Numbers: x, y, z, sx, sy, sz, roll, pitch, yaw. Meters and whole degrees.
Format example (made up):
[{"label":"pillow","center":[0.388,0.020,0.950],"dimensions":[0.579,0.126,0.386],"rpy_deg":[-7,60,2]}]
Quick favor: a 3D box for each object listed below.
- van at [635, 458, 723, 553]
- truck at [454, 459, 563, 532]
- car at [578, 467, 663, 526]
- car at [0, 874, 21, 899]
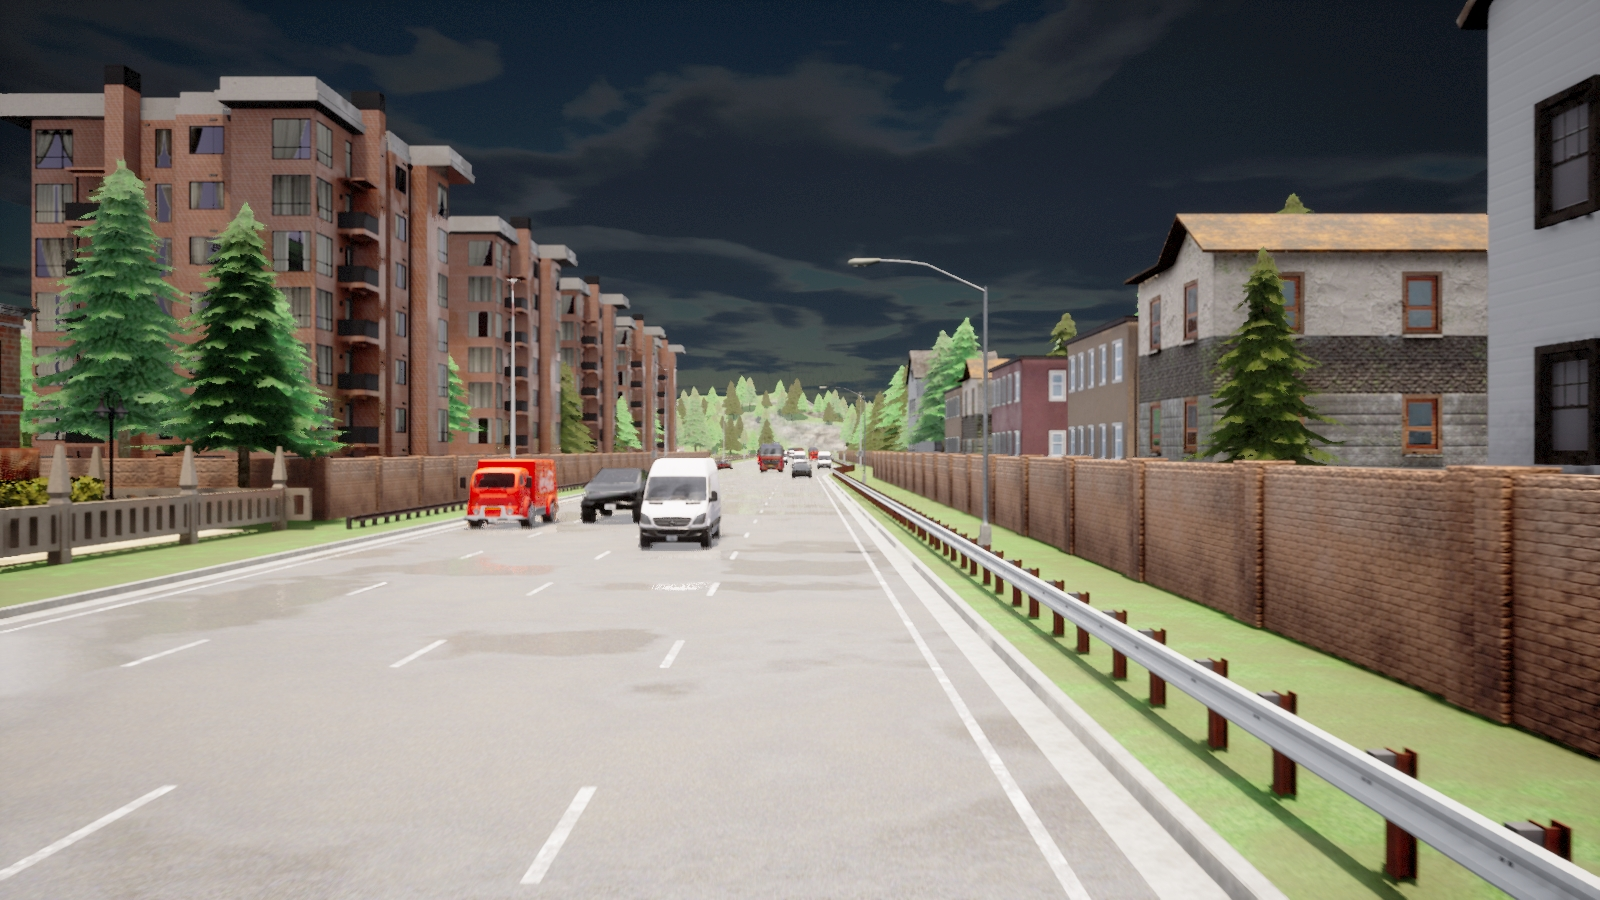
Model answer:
[{"label":"van","center":[-3.489,1.532,34.060],"dimensions":[1.988,2.561,5.915],"rpy_deg":[0,0,0]},{"label":"truck","center":[-10.500,1.565,41.631],"dimensions":[2.627,2.467,5.204],"rpy_deg":[0,0,0]},{"label":"car","center":[-6.999,1.750,45.236],"dimensions":[2.390,2.098,6.274],"rpy_deg":[0,0,0]},{"label":"car","center":[-3.398,2.065,1.505],"dimensions":[1.816,1.474,4.193],"rpy_deg":[0,0,1]}]
